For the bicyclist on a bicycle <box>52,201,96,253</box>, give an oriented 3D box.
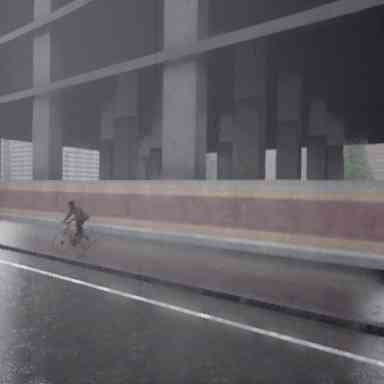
[{"bbox_3d":[-3.795,1.106,10.831,0.582,1.620,1.656,1,1,34],"label":"bicyclist on a bicycle"}]
